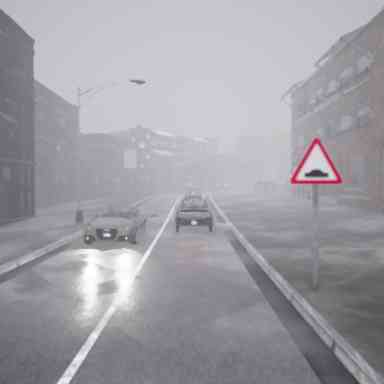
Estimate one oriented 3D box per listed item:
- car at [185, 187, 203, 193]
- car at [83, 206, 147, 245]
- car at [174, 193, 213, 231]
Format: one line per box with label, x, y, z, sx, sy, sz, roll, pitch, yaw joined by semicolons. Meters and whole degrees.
car;0.196;0.116;36.669;2.033;1.411;5.357;0;3;2
car;-3.096;1.297;14.069;1.994;1.385;4.181;0;2;0
car;0.100;1.081;17.573;2.128;1.511;4.902;0;3;0
